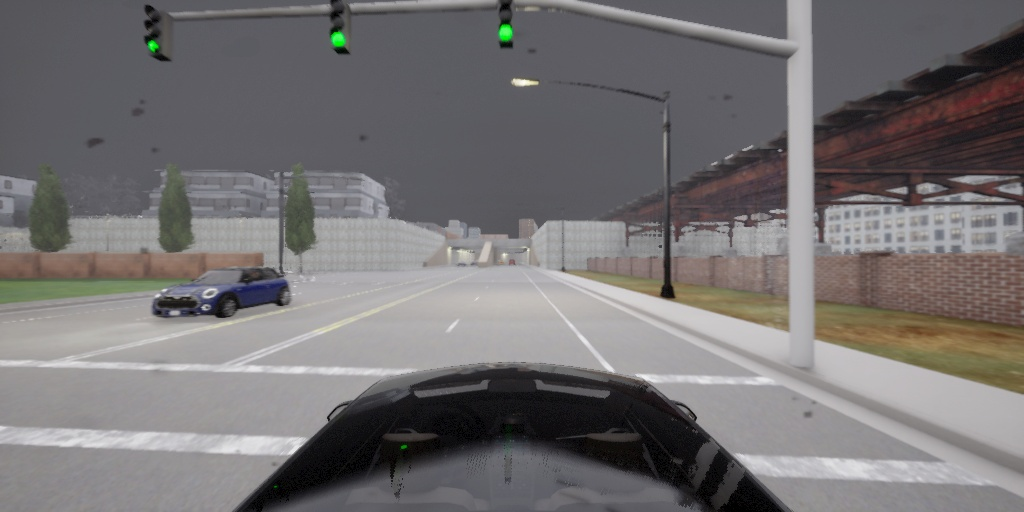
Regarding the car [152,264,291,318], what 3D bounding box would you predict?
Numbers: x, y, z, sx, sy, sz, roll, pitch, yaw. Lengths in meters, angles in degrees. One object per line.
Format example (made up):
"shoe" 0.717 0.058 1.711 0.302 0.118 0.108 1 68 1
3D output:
"car" -10.499 1.207 13.416 2.097 1.767 4.553 0 0 0
